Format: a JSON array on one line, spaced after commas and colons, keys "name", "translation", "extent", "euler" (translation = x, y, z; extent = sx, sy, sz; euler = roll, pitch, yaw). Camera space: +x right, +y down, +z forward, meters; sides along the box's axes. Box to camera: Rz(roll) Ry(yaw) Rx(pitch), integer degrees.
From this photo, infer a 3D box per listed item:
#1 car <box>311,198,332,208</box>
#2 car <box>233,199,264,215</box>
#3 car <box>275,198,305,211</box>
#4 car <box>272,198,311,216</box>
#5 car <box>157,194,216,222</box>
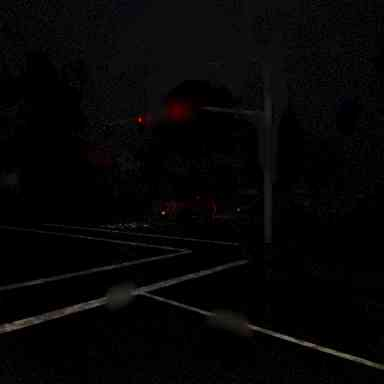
[{"name": "car", "translation": [18.891, 1.601, 49.123], "extent": [1.895, 1.301, 4.718], "euler": [0, 0, 41]}, {"name": "car", "translation": [6.165, 1.491, 34.491], "extent": [2.128, 1.511, 4.902], "euler": [0, 0, 41]}, {"name": "car", "translation": [12.262, 1.526, 41.513], "extent": [1.812, 1.442, 4.674], "euler": [0, 0, 41]}, {"name": "car", "translation": [9.489, 1.491, 32.684], "extent": [2.128, 1.511, 4.902], "euler": [0, 0, 41]}, {"name": "car", "translation": [-0.342, 1.221, 27.004], "extent": [2.150, 2.045, 5.566], "euler": [0, 0, 41]}]
